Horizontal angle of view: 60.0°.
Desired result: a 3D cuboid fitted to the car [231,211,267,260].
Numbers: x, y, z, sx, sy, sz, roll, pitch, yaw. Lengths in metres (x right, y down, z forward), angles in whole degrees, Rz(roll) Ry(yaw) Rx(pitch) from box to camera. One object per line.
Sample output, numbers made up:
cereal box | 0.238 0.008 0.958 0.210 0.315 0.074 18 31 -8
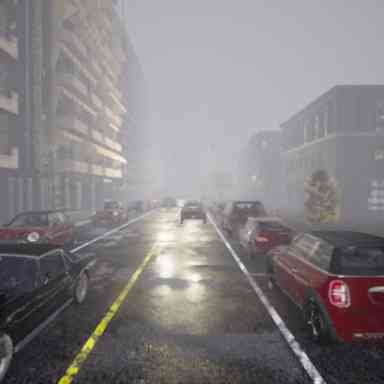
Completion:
car | 2.682 1.564 12.061 1.802 1.307 4.206 -1 0 0

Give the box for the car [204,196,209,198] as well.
car | 2.684 1.526 40.448 1.802 1.307 4.206 -1 0 0

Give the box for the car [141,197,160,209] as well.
car | -5.696 1.489 46.155 2.008 1.369 4.403 -1 0 0

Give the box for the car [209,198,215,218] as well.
car | 2.683 1.484 29.264 1.752 1.417 4.829 -1 0 0

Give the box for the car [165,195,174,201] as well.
car | -5.694 1.460 85.897 1.947 1.339 4.313 -1 0 0

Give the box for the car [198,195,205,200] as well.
car | 2.687 1.469 91.545 1.802 1.307 4.206 -1 0 0

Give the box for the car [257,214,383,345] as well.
car | 2.701 1.430 6.385 1.967 1.590 4.097 -1 0 0

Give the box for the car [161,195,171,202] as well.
car | -5.695 1.451 74.542 1.887 1.381 4.507 -1 0 0

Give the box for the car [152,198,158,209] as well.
car | -5.697 1.490 40.477 1.887 1.381 4.507 -1 0 0

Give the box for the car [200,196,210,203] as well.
car | 2.685 1.456 68.835 1.887 1.381 4.507 -1 0 0

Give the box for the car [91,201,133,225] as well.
car | -5.705 1.408 23.444 1.967 1.590 4.097 -1 0 0

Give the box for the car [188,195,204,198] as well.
car | 0.103 1.432 44.506 2.128 1.511 4.902 0 0 0

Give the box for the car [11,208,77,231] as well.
car | -5.684 1.423 12.089 1.967 1.590 4.097 -1 0 0

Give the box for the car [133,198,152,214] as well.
car | -5.697 1.518 34.800 1.947 1.339 4.313 -1 0 0

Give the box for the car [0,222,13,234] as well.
car | -5.720 1.542 6.413 2.008 1.369 4.403 -1 0 0

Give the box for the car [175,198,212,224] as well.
car | 0.101 1.457 24.762 2.128 1.511 4.902 0 0 0

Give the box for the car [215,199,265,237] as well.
car | 2.679 1.289 17.739 2.192 1.841 5.009 -1 0 0

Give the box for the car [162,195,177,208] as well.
car | -3.072 1.415 46.443 1.882 1.535 5.008 0 0 0

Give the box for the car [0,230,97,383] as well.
car | -3.092 1.593 5.317 1.895 1.301 4.718 0 0 0
